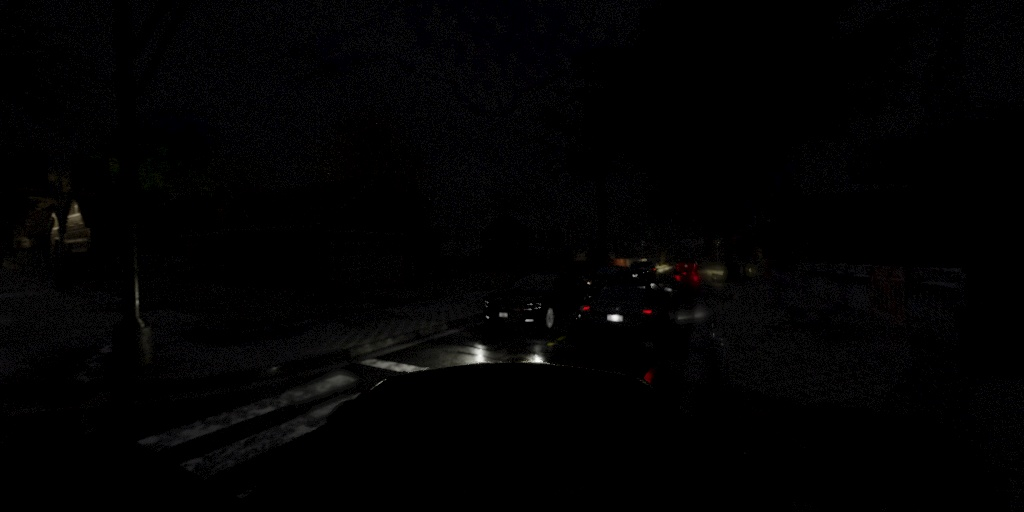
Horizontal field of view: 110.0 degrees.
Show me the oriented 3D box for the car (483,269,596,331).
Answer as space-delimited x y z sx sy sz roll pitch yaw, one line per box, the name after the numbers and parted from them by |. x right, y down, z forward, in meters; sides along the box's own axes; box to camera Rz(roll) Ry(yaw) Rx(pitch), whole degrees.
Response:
0.961 1.224 11.368 1.882 1.535 5.008 -1 0 28 | car

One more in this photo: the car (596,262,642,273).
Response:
5.652 1.254 20.083 2.033 1.411 5.357 -1 0 27 | car

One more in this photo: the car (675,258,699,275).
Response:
18.407 1.011 37.624 2.097 1.767 4.553 -1 0 29 | car

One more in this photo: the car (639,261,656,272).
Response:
10.418 1.185 28.903 1.837 1.490 4.892 -1 0 29 | car

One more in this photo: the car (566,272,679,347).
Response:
3.142 1.284 9.407 1.994 1.385 4.181 -1 0 28 | car
